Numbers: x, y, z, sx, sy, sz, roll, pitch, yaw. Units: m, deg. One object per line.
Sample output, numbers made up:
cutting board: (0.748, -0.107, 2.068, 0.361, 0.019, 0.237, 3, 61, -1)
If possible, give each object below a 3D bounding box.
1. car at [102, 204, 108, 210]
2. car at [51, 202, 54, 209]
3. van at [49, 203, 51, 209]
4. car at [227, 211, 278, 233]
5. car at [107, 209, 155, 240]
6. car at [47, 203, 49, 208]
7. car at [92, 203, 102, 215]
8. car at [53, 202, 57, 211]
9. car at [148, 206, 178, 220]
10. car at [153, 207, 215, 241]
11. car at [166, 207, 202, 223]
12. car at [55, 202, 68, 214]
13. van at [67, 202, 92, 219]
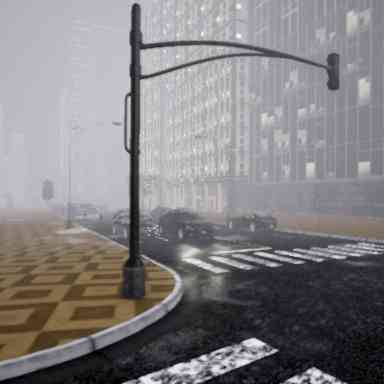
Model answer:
car: (-18.345, 3.154, 68.483, 1.802, 1.307, 4.206, -1, -1, -26)
car: (-25.857, 3.039, 64.771, 1.887, 1.381, 4.507, -1, -1, -26)
van: (-28.353, 2.964, 69.815, 1.690, 1.788, 3.998, -1, -1, -26)
car: (4.089, 1.996, 23.113, 2.008, 1.369, 4.403, -1, -1, -26)
car: (-3.423, 1.918, 19.399, 2.008, 1.369, 4.403, 0, -1, -26)
car: (-33.335, 3.428, 79.893, 1.887, 1.381, 4.507, -1, -1, -26)
car: (-15.311, 2.452, 49.525, 2.097, 1.767, 4.553, 1, -1, -26)
car: (-23.290, 2.886, 59.578, 1.752, 1.417, 4.829, -1, -1, -26)
car: (-3.389, 2.379, 38.236, 1.947, 1.339, 4.313, -1, -1, -26)
car: (-0.416, 1.836, 19.196, 1.882, 1.535, 5.008, 1, -1, -24)
car: (-0.896, 2.255, 33.195, 1.947, 1.339, 4.313, -1, -1, -26)
car: (-20.872, 2.788, 54.688, 2.008, 1.369, 4.403, 0, -1, -26)
van: (-13.398, 2.200, 39.569, 1.690, 1.788, 3.998, 0, -1, -26)
